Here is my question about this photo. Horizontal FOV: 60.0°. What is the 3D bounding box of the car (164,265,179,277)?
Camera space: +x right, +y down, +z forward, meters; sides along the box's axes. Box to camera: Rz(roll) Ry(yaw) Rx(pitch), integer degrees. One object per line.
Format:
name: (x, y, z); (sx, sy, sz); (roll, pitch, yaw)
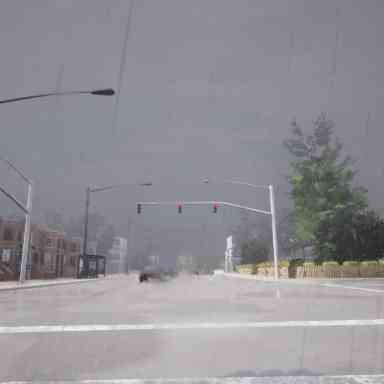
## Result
car: (-3.330, 12.808, 54.122); (2.097, 1.767, 4.553); (-1, -13, 0)

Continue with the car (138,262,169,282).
car: (-3.480, 7.269, 29.692); (2.033, 1.411, 5.357); (-1, -13, 0)

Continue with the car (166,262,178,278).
car: (-3.404, 10.085, 43.090); (2.150, 2.045, 5.566); (-1, -14, 0)

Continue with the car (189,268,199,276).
car: (0.377, 14.644, 61.314); (2.033, 1.411, 5.357); (-1, -13, 0)
